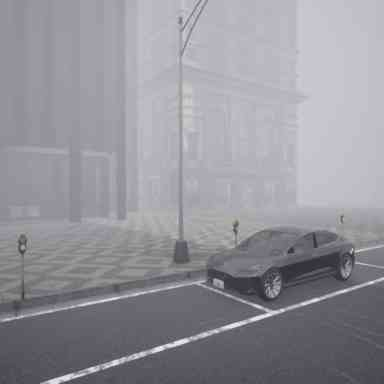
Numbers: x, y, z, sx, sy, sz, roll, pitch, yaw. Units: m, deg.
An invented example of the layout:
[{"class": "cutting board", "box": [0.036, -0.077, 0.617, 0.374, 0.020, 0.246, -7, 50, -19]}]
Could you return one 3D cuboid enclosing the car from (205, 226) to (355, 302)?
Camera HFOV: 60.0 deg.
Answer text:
[{"class": "car", "box": [2.339, 1.565, 8.298, 4.313, 1.339, 1.947, 0, 0, -35]}]
